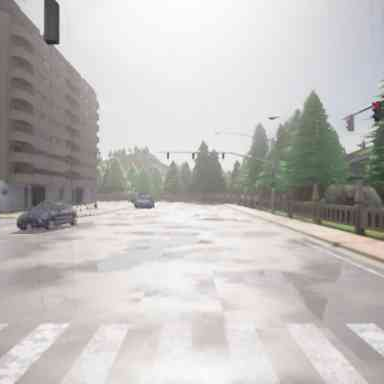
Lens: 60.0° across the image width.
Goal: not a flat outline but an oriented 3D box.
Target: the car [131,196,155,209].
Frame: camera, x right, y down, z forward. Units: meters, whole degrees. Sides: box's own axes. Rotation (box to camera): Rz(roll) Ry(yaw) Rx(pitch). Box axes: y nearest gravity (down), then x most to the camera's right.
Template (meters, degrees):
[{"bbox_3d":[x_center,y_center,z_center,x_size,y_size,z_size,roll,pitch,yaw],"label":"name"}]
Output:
[{"bbox_3d":[-7.085,1.599,50.164,2.150,2.045,5.566,0,1,5],"label":"car"}]

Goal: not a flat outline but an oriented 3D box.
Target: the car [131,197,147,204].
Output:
[{"bbox_3d":[-12.021,1.879,74.530,1.882,1.535,5.008,0,0,-30],"label":"car"}]

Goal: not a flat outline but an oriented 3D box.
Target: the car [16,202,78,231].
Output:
[{"bbox_3d":[-9.381,1.471,21.928,2.097,1.767,4.553,0,-1,7],"label":"car"}]
